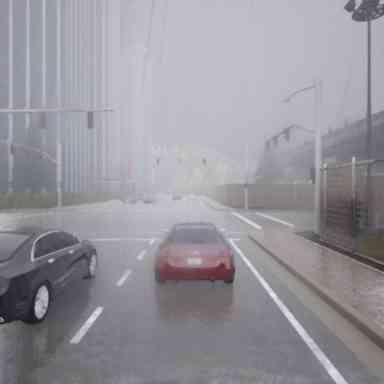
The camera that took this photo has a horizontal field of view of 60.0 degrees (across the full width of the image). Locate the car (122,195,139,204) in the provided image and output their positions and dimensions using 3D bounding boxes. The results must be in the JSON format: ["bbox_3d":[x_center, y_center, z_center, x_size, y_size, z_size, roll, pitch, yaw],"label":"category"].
[{"bbox_3d":[-10.553,1.305,56.631,2.128,1.511,4.902,0,0,0],"label":"car"}]

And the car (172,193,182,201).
[{"bbox_3d":[-3.498,1.245,76.110,1.837,1.490,4.892,0,0,0],"label":"car"}]

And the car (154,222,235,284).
[{"bbox_3d":[0.072,1.532,9.520,1.994,1.385,4.181,0,0,0],"label":"car"}]

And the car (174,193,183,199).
[{"bbox_3d":[-3.497,1.101,86.534,2.128,1.511,4.902,0,0,0],"label":"car"}]

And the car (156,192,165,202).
[{"bbox_3d":[-6.998,0.987,72.153,2.150,2.045,5.566,0,0,0],"label":"car"}]

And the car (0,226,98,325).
[{"bbox_3d":[-3.441,1.481,7.064,1.837,1.490,4.892,0,0,0],"label":"car"}]

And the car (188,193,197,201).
[{"bbox_3d":[0.002,1.268,76.425,1.812,1.442,4.674,0,0,0],"label":"car"}]

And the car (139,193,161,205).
[{"bbox_3d":[-7.054,1.362,56.336,2.033,1.411,5.357,0,0,1],"label":"car"}]

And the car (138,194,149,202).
[{"bbox_3d":[-10.498,1.262,72.110,1.837,1.490,4.892,0,0,0],"label":"car"}]

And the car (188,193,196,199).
[{"bbox_3d":[0.003,1.077,86.534,1.837,1.490,4.892,0,0,0],"label":"car"}]
